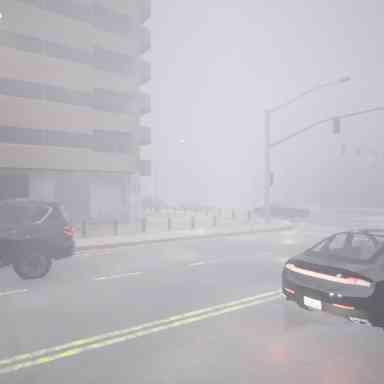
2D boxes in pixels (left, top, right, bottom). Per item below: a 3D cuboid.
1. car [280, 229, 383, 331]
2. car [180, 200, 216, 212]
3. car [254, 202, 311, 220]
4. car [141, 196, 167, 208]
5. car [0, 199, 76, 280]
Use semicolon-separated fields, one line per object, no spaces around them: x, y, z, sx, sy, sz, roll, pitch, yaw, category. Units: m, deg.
3.848;1.492;6.486;4.902;1.511;2.128;0;0;-35;car
0.614;1.546;37.656;1.895;1.301;4.718;0;0;-35;car
7.530;1.546;27.900;1.895;1.301;4.718;0;0;-36;car
-5.329;1.297;46.272;2.097;1.767;4.553;0;0;-34;car
-5.867;1.221;8.429;5.566;2.045;2.150;0;0;-35;car
